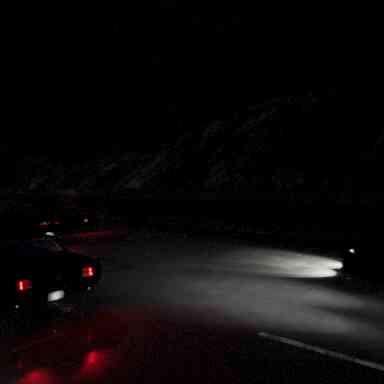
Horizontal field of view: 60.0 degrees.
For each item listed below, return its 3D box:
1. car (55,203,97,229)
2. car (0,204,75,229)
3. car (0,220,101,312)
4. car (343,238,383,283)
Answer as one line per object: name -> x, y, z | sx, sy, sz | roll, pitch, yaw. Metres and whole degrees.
car -> -7.541, 1.380, 19.684 | 5.008, 1.535, 1.882 | 1, 0, 43
car -> -7.381, 1.421, 14.773 | 4.892, 1.490, 1.837 | 1, 0, 42
car -> -4.161, 1.557, 7.367 | 4.718, 1.301, 1.895 | 0, 0, 39
car -> 6.105, 1.585, 8.331 | 4.181, 1.385, 1.994 | 0, 0, 35
